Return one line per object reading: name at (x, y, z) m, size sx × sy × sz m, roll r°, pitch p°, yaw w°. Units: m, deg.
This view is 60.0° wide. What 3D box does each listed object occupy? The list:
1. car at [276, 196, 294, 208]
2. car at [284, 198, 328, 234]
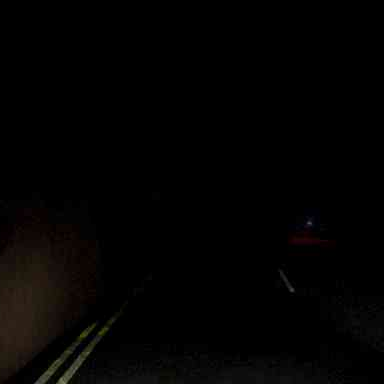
car at (11.628, 1.193, 40.755) m, size 1.882 × 1.535 × 5.008 m, roll 0°, pitch 1°, yaw 27°
car at (6.322, 1.352, 18.571) m, size 1.882 × 1.535 × 5.008 m, roll 0°, pitch 0°, yaw 14°
